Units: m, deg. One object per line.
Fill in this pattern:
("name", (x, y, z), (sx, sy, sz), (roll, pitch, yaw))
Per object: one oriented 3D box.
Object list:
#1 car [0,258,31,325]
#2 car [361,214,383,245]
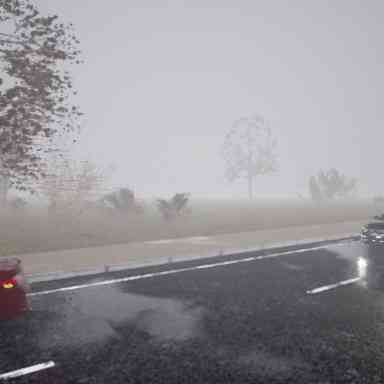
("car", (-4.713, 1.491, 4.368), (4.674, 1.442, 1.812), (0, 1, -34))
("car", (8.876, 1.390, 13.591), (4.892, 1.490, 1.837), (0, 1, -34))
